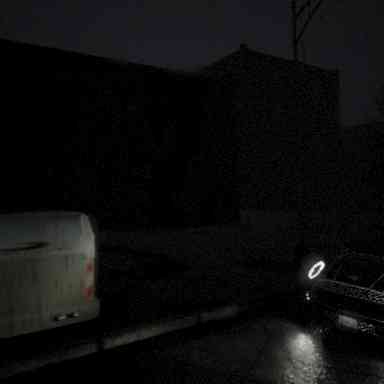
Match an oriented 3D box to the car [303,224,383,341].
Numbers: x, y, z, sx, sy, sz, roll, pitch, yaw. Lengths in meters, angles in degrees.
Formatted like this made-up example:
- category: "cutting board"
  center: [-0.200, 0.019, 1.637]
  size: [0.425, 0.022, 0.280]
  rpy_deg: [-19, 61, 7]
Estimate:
- category: "car"
  center: [4.202, 1.397, 6.375]
  size: [4.553, 1.767, 2.097]
  rpy_deg: [0, 0, -35]
